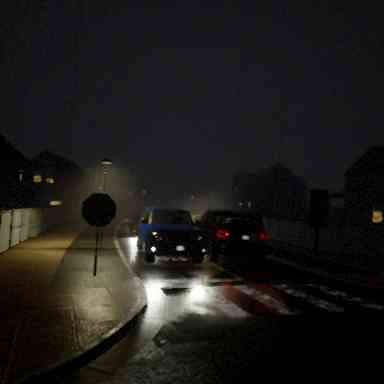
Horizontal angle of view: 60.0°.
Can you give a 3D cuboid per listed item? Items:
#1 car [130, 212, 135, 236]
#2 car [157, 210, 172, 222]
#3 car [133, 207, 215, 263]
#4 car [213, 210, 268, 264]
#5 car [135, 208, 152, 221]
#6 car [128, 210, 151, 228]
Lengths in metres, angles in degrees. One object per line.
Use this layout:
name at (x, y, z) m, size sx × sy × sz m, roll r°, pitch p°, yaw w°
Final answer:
car at (-3.456, 2.373, 24.010) m, size 1.994 × 1.385 × 4.181 m, roll 4°, pitch -3°, yaw -11°
car at (-3.770, 3.334, 46.395) m, size 1.895 × 1.301 × 4.718 m, roll 3°, pitch -2°, yaw -3°
car at (-1.056, 1.698, 14.281) m, size 2.150 × 2.045 × 5.566 m, roll 4°, pitch -3°, yaw -14°
car at (1.414, 1.851, 14.747) m, size 2.150 × 2.045 × 5.566 m, roll 3°, pitch -3°, yaw -12°
car at (-6.577, 3.048, 45.599) m, size 1.837 × 1.490 × 4.892 m, roll 3°, pitch -2°, yaw -4°
car at (-5.336, 2.701, 34.056) m, size 2.033 × 1.411 × 5.357 m, roll 4°, pitch -2°, yaw -9°
